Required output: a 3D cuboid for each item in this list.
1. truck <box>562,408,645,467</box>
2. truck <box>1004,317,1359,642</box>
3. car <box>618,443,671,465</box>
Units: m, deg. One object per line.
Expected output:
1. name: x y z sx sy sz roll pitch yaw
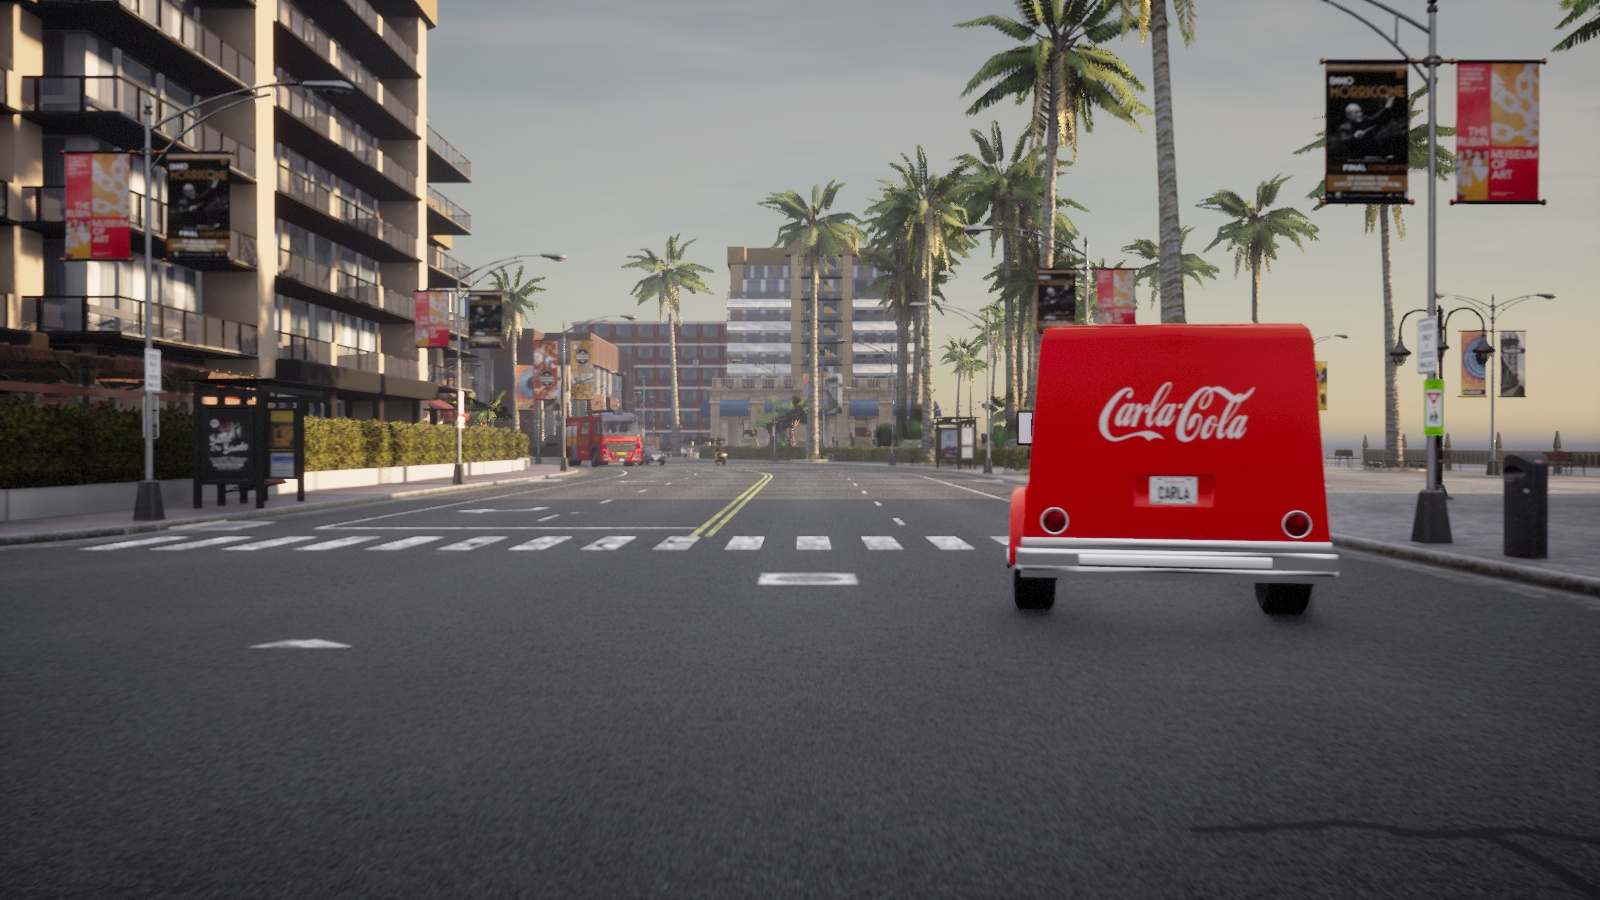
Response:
1. truck: -13.450 -0.835 85.258 2.891 3.827 8.468 0 0 -28
2. truck: 3.371 0.204 12.296 2.627 2.467 5.204 0 0 10
3. car: -10.933 0.274 88.002 2.128 1.511 4.902 0 0 -28
